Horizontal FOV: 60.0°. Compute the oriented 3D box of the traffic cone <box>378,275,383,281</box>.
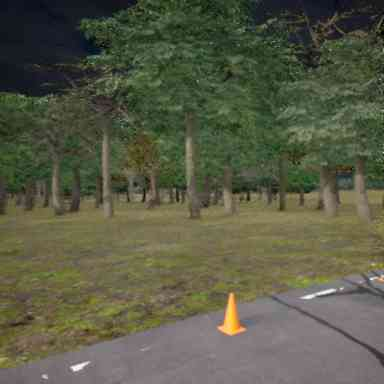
[{"bbox_3d":[4.912,1.921,8.309,0.340,0.580,0.340,0,0,-32],"label":"traffic cone"}]

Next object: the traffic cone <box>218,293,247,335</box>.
[{"bbox_3d":[0.652,1.942,5.410,0.340,0.580,0.340,0,0,-36],"label":"traffic cone"}]
